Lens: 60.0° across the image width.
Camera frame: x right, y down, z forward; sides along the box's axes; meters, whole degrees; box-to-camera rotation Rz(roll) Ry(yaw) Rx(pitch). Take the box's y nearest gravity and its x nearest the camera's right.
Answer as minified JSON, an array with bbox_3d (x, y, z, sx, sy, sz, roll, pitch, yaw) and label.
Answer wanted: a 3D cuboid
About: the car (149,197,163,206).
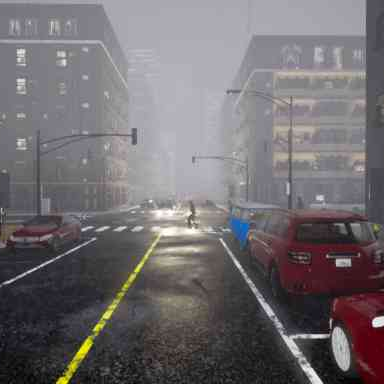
[{"bbox_3d":[-6.173,1.574,57.090,1.947,1.339,4.313,0,0,0],"label":"car"}]

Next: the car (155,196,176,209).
[{"bbox_3d":[-3.449,1.603,43.983,1.895,1.301,4.718,0,0,-1],"label":"car"}]

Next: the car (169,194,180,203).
[{"bbox_3d":[-3.579,1.368,69.322,2.097,1.767,4.553,0,0,0],"label":"car"}]

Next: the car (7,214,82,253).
[{"bbox_3d":[-5.807,1.581,13.639,1.802,1.307,4.206,0,0,0],"label":"car"}]

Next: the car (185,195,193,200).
[{"bbox_3d":[-0.715,1.455,85.569,1.895,1.301,4.718,0,0,0],"label":"car"}]

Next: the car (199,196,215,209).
[{"bbox_3d":[2.301,1.585,46.101,1.802,1.307,4.206,0,0,0],"label":"car"}]

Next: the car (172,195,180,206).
[{"bbox_3d":[-3.546,1.571,55.101,1.994,1.385,4.181,0,0,-1],"label":"car"}]

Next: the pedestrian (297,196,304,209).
[{"bbox_3d":[5.893,1.139,18.202,0.375,1.860,0.375,0,0,0],"label":"pedestrian"}]

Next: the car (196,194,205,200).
[{"bbox_3d":[2.161,1.556,62.671,1.887,1.381,4.507,0,0,0],"label":"car"}]

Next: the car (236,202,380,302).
[{"bbox_3d":[2.618,1.314,8.180,2.192,1.841,5.009,0,0,0],"label":"car"}]

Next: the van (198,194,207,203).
[{"bbox_3d":[2.113,1.356,68.194,1.690,1.788,3.998,0,0,0],"label":"van"}]

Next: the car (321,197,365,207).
[{"bbox_3d":[13.373,1.368,30.739,4.718,1.301,1.895,-1,0,-1],"label":"car"}]

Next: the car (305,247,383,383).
[{"bbox_3d":[2.667,1.544,2.652,1.887,1.381,4.507,0,0,0],"label":"car"}]

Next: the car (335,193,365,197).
[{"bbox_3d":[15.484,1.031,33.350,5.009,1.841,2.192,-1,1,-1],"label":"car"}]

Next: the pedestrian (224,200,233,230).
[{"bbox_3d":[2.166,1.292,18.862,0.375,1.860,0.375,0,0,0],"label":"pedestrian"}]

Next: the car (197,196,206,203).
[{"bbox_3d":[2.069,1.585,73.718,1.947,1.339,4.313,0,0,0],"label":"car"}]

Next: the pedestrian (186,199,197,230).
[{"bbox_3d":[-0.033,1.292,19.446,0.375,1.860,0.375,0,0,0],"label":"pedestrian"}]

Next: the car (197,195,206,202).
[{"bbox_3d":[2.255,1.571,51.625,1.947,1.339,4.313,0,0,0],"label":"car"}]

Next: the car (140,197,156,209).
[{"bbox_3d":[-6.080,1.569,46.043,1.947,1.339,4.313,0,0,0],"label":"car"}]

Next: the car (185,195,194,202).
[{"bbox_3d":[-0.631,1.536,75.533,1.812,1.442,4.674,0,0,0],"label":"car"}]

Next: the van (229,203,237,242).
[{"bbox_3d":[2.572,1.340,13.708,1.690,1.788,3.998,0,0,0],"label":"van"}]

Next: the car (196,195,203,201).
[{"bbox_3d":[1.927,1.557,90.457,1.752,1.417,4.829,0,0,0],"label":"car"}]

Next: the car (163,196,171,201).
[{"bbox_3d":[-6.405,1.609,84.706,1.802,1.307,4.206,0,0,0],"label":"car"}]

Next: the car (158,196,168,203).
[{"bbox_3d":[-6.312,1.563,73.660,1.887,1.381,4.507,0,0,0],"label":"car"}]
